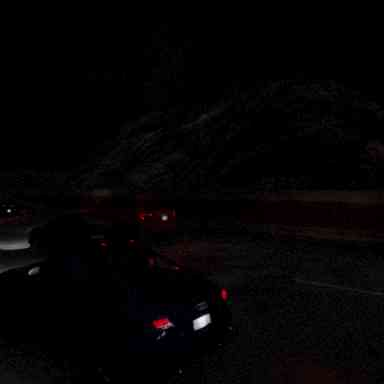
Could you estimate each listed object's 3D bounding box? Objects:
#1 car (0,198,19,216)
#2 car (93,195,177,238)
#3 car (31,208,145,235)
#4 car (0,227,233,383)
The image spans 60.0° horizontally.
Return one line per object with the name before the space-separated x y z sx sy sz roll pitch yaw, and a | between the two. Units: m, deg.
car | -16.851 1.312 29.602 1.837 1.490 4.892 0 0 -41
car | -3.162 1.159 15.674 5.566 2.045 2.150 1 0 41
car | -4.000 1.468 11.813 4.674 1.442 1.812 1 0 40
car | -1.466 1.541 5.284 4.181 1.385 1.994 1 0 37
